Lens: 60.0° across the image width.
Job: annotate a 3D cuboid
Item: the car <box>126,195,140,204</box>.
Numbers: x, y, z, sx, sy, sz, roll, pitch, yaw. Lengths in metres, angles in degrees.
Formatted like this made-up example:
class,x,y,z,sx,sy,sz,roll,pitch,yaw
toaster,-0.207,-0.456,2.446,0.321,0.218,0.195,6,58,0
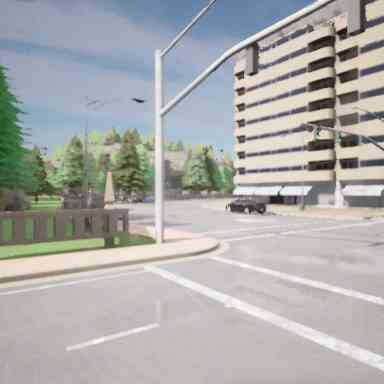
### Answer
class,x,y,z,sx,sy,sz,roll,pitch,yaw
car,-10.250,1.364,59.999,2.128,1.511,4.902,0,0,11

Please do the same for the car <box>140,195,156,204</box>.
class,x,y,z,sx,sy,sz,roll,pitch,yaw
car,-6.979,1.344,58.452,1.882,1.535,5.008,0,0,11

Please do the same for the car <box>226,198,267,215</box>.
class,x,y,z,sx,sy,sz,roll,pitch,yaw
car,5.197,1.360,32.346,1.837,1.490,4.892,-1,1,-28
